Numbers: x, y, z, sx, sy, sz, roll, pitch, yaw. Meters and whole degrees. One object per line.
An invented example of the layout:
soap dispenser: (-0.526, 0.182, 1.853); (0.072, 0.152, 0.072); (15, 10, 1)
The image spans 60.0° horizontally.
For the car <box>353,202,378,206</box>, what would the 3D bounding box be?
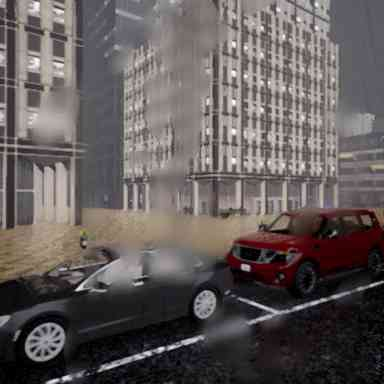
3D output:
car: (37.953, 2.886, 73.805); (1.887, 1.381, 4.507); (-1, 0, -36)

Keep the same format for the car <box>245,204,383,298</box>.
car: (3.250, 1.392, 8.886); (5.009, 1.841, 2.192); (1, -1, -35)

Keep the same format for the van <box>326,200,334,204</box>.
van: (33.032, 2.806, 80.691); (1.690, 1.788, 3.998); (-1, 0, -36)

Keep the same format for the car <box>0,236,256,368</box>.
car: (-1.251, 1.572, 5.674); (4.403, 1.369, 2.008); (1, -1, -35)

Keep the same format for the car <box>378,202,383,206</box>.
car: (44.457, 2.961, 79.391); (1.802, 1.307, 4.206); (-1, 0, -36)
